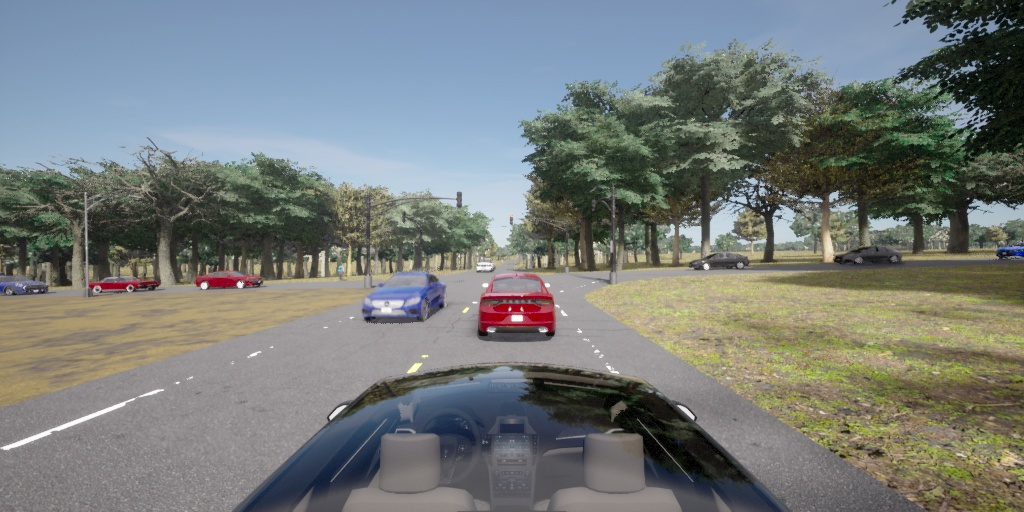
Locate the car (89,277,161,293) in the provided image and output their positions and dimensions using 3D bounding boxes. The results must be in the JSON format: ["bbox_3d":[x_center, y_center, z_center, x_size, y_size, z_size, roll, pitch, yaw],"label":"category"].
[{"bbox_3d":[-33.052,2.417,30.595,4.718,1.301,1.895,-2,-1,3],"label":"car"}]

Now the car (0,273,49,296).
[{"bbox_3d":[-43.333,2.502,31.085,4.553,1.767,2.097,-2,-1,3],"label":"car"}]

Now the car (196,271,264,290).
[{"bbox_3d":[-23.694,1.975,30.176,5.008,1.535,1.882,-2,-1,2],"label":"car"}]

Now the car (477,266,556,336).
[{"bbox_3d":[0.125,1.230,10.409,1.882,1.535,5.008,0,0,0],"label":"car"}]

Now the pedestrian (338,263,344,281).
[{"bbox_3d":[-17.920,1.668,37.525,0.375,1.860,0.375,0,1,3],"label":"pedestrian"}]

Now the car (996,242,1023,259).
[{"bbox_3d":[45.139,-0.574,30.939,5.008,1.535,1.882,-2,-1,3],"label":"car"}]

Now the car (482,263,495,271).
[{"bbox_3d":[-4.100,1.910,62.922,1.994,1.385,4.181,0,-1,0],"label":"car"}]

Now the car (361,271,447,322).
[{"bbox_3d":[-3.489,1.278,12.480,1.812,1.442,4.674,0,0,2],"label":"car"}]

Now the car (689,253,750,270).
[{"bbox_3d":[18.453,0.481,32.079,4.892,1.490,1.837,-2,-1,2],"label":"car"}]

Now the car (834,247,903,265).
[{"bbox_3d":[31.218,-0.021,31.545,4.892,1.490,1.837,-2,-1,2],"label":"car"}]

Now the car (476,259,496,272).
[{"bbox_3d":[-3.932,1.394,52.972,2.150,2.045,5.566,0,-1,1],"label":"car"}]

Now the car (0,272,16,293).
[{"bbox_3d":[-52.827,2.702,35.187,5.566,2.045,2.150,-2,-1,3],"label":"car"}]
